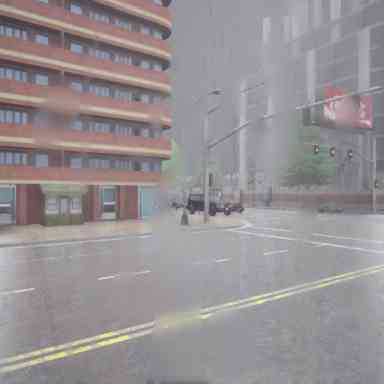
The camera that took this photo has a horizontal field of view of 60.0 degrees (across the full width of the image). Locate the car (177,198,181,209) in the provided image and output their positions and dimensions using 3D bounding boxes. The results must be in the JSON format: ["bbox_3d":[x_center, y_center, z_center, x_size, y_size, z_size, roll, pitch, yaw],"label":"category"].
[{"bbox_3d":[-2.177,1.492,44.389,2.128,1.511,4.902,0,0,-35],"label":"car"}]

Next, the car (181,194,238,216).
[{"bbox_3d":[1.639,1.222,32.829,2.150,2.045,5.566,0,0,-35],"label":"car"}]

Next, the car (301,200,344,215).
[{"bbox_3d":[13.470,1.564,34.587,1.994,1.385,4.181,0,0,-35],"label":"car"}]

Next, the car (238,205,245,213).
[{"bbox_3d":[3.562,1.601,36.187,1.895,1.301,4.718,0,0,-35],"label":"car"}]

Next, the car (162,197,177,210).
[{"bbox_3d":[-4.259,1.352,41.259,2.097,1.767,4.553,0,0,-35],"label":"car"}]
